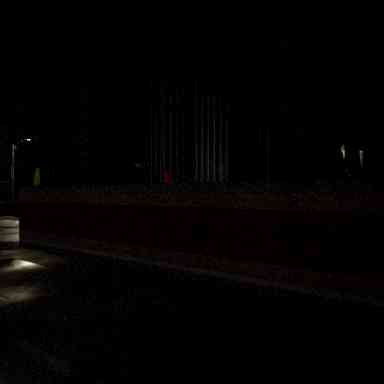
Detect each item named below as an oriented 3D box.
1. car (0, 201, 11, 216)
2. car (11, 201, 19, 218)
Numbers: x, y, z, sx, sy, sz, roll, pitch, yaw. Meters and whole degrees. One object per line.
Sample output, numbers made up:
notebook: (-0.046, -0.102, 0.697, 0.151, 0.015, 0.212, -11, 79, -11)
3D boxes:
car: (-16.407, 1.547, 29.086, 2.128, 1.511, 4.902, 0, 0, 37)
car: (-12.249, 1.603, 28.808, 2.033, 1.411, 5.357, 0, 0, 37)
